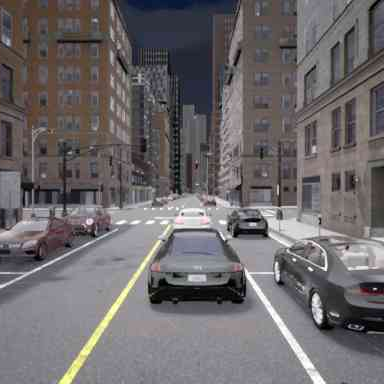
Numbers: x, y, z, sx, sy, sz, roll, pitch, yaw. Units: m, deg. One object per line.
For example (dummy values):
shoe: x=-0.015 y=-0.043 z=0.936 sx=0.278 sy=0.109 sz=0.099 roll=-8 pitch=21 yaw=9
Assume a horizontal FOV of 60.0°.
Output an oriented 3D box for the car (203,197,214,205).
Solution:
car: x=2.956 y=1.558 z=60.372 sx=1.752 sy=1.417 sz=4.829 roll=0 pitch=0 yaw=0

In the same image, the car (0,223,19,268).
car: x=-5.664 y=1.564 z=6.708 sx=1.947 sy=1.339 sz=4.313 roll=0 pitch=0 yaw=0

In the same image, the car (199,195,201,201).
car: x=2.971 y=1.593 z=65.610 sx=2.008 sy=1.369 sz=4.403 roll=0 pitch=0 yaw=0

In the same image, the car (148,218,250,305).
car: x=0.090 y=1.562 z=8.166 sx=1.994 sy=1.385 sz=4.181 roll=0 pitch=0 yaw=0

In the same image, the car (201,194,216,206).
car: x=2.940 y=1.464 z=54.793 sx=1.967 sy=1.590 sz=4.097 roll=0 pitch=0 yaw=0

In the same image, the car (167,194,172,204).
car: x=-5.554 y=1.593 z=65.630 sx=2.008 sy=1.369 sz=4.403 roll=0 pitch=0 yaw=0

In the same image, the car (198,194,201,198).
car: x=2.999 y=1.508 z=76.428 sx=1.967 sy=1.590 sz=4.097 roll=0 pitch=0 yaw=0

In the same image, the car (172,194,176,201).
car: x=-5.510 y=1.608 z=81.686 sx=1.752 sy=1.417 sz=4.829 roll=0 pitch=0 yaw=0

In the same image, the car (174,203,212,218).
car: x=0.050 y=1.523 z=16.925 sx=1.812 sy=1.442 sz=4.674 roll=0 pitch=0 yaw=1

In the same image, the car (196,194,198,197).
car: x=3.043 y=1.437 z=92.656 sx=2.192 sy=1.841 sz=5.009 roll=0 pitch=0 yaw=0

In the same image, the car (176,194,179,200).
car: x=-5.481 y=1.437 z=92.674 sx=2.192 sy=1.841 sz=5.009 roll=0 pitch=0 yaw=0

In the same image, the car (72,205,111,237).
car: x=-5.654 y=1.437 z=17.711 sx=1.967 sy=1.590 sz=4.097 roll=0 pitch=0 yaw=0

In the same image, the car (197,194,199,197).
car: x=3.029 y=1.542 z=87.246 sx=1.967 sy=1.590 sz=4.097 roll=0 pitch=0 yaw=0

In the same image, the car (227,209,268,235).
car: x=2.872 y=1.563 z=17.702 sx=1.947 sy=1.339 sz=4.313 roll=0 pitch=0 yaw=0

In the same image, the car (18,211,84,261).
car: x=-5.659 y=1.579 z=12.209 sx=1.802 sy=1.307 sz=4.206 roll=0 pitch=0 yaw=0

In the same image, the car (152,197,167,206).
car: x=-5.584 y=1.606 z=54.814 sx=1.802 sy=1.307 sz=4.206 roll=0 pitch=0 yaw=0

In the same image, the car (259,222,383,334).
car: x=2.861 y=1.549 z=6.700 sx=2.008 sy=1.369 sz=4.403 roll=0 pitch=0 yaw=0
